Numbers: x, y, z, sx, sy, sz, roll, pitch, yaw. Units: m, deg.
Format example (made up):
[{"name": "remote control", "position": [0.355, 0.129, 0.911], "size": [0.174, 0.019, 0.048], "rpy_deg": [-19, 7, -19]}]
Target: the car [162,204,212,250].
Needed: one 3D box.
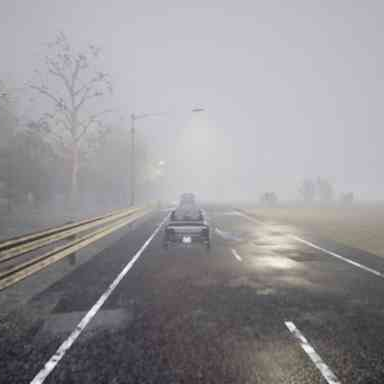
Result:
[{"name": "car", "position": [-0.204, 1.476, 14.120], "size": [2.128, 1.511, 4.902], "rpy_deg": [0, 0, -1]}]

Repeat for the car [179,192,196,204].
[{"name": "car", "position": [-0.626, 1.166, 48.154], "size": [2.150, 2.045, 5.566], "rpy_deg": [0, 0, -1]}]
